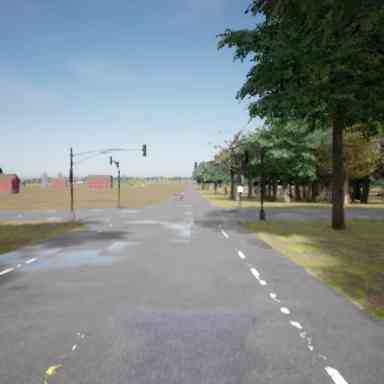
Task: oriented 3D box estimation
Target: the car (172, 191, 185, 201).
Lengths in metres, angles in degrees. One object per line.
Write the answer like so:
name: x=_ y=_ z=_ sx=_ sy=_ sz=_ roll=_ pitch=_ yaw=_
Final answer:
car: x=-3.374 y=1.109 z=75.352 sx=2.097 sy=1.767 sz=4.553 roll=0 pitch=0 yaw=0
